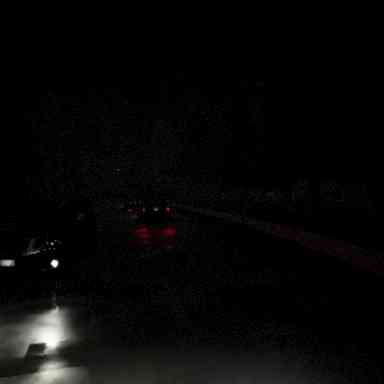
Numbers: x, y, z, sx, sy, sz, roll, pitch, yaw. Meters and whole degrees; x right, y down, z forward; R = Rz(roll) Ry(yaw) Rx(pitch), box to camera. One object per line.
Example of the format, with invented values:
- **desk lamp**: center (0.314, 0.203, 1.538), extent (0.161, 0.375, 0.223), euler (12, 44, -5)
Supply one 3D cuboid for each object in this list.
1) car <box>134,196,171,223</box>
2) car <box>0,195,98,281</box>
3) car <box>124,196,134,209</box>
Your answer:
- **car**: center (-2.777, 1.158, 23.684), extent (2.097, 1.767, 4.553), euler (0, 0, -12)
- **car**: center (-4.232, 1.147, 9.872), extent (2.150, 2.045, 5.566), euler (0, 0, -6)
- **car**: center (-7.175, 1.226, 40.219), extent (2.033, 1.411, 5.357), euler (0, 1, -16)
